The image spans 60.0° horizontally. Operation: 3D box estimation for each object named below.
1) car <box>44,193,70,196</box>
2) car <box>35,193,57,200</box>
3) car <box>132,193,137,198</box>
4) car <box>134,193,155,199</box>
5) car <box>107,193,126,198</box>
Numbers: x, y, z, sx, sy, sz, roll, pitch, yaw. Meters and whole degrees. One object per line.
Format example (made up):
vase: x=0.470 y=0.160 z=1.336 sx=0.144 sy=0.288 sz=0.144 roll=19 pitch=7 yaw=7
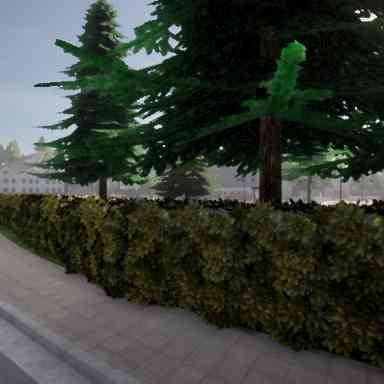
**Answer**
car: x=-29.650 y=1.293 z=72.179 sx=4.514 sy=1.523 sz=2.007 roll=0 pitch=0 yaw=-36
car: x=-36.329 y=1.092 z=82.718 sx=4.605 sy=1.855 sz=1.932 roll=0 pitch=0 yaw=-36
car: x=-10.889 y=1.093 z=77.775 sx=4.605 sy=1.855 sz=1.932 roll=0 pitch=0 yaw=-36
car: x=-7.941 y=1.381 z=60.690 sx=3.806 sy=1.475 sz=1.970 roll=0 pitch=0 yaw=-36
car: x=-20.372 y=1.148 z=90.295 sx=5.027 sy=1.636 sz=2.152 roll=0 pitch=0 yaw=-36
